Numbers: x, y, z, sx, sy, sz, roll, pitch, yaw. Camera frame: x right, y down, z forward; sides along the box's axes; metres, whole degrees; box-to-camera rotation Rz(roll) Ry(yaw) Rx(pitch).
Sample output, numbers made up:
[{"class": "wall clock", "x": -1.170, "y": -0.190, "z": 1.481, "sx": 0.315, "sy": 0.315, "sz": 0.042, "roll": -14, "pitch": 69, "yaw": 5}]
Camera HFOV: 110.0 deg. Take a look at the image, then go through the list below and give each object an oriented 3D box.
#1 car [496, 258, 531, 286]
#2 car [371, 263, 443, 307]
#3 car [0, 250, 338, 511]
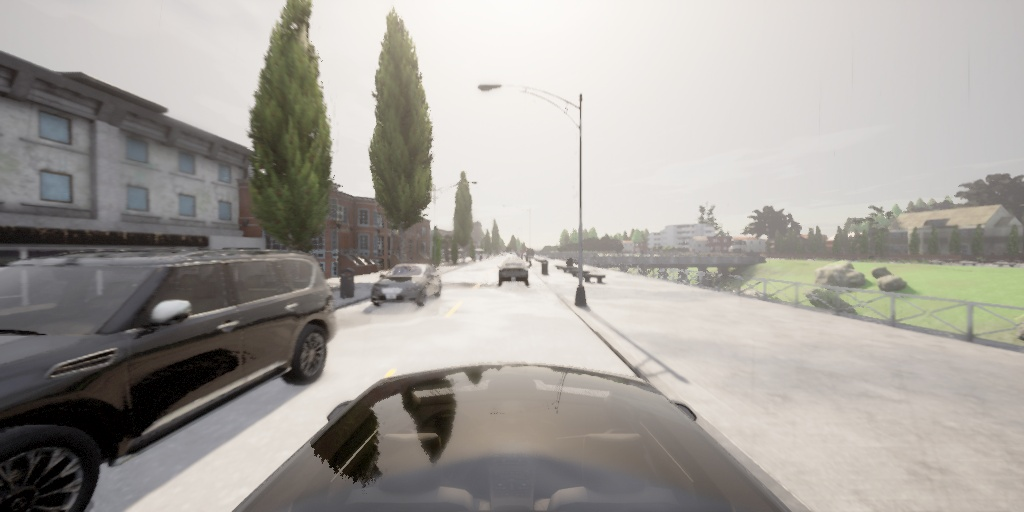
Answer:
[{"class": "car", "x": 0.087, "y": 0.968, "z": 22.393, "sx": 1.837, "sy": 1.490, "sz": 4.892, "roll": 0, "pitch": 1, "yaw": 0}, {"class": "car", "x": -4.077, "y": 1.066, "z": 14.576, "sx": 2.128, "sy": 1.511, "sz": 4.902, "roll": 0, "pitch": 1, "yaw": 0}, {"class": "car", "x": -4.096, "y": 0.944, "z": 3.972, "sx": 2.150, "sy": 2.045, "sz": 5.566, "roll": 0, "pitch": 1, "yaw": 0}]
